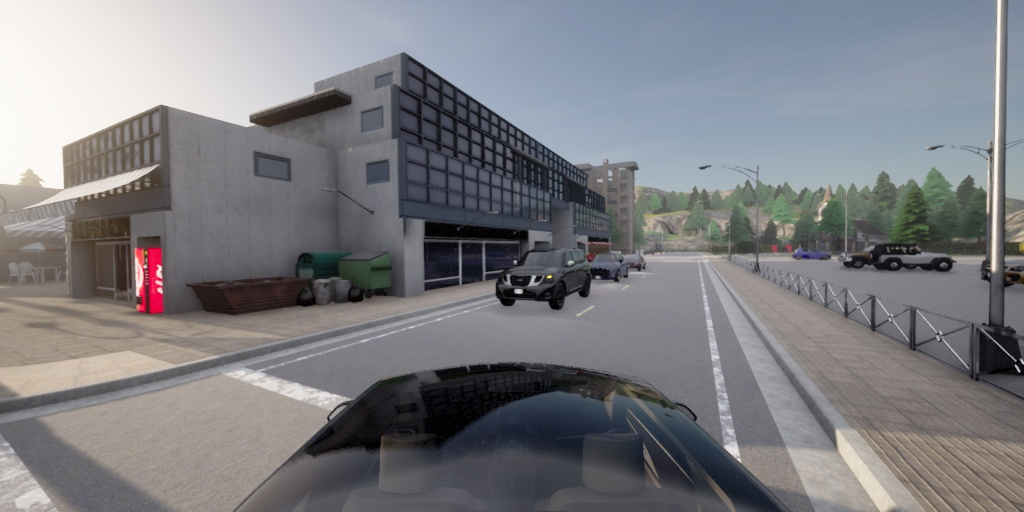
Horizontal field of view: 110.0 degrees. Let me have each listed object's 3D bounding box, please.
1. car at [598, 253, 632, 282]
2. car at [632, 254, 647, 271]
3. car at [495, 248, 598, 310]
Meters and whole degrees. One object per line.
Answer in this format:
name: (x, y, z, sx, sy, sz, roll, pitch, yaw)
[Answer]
car: (5.966, 0.597, 22.633, 2.097, 1.767, 4.553, 0, 1, 27)
car: (10.649, 0.515, 31.730, 1.812, 1.442, 4.674, 0, 1, 27)
car: (1.468, 0.713, 13.885, 2.150, 2.045, 5.566, 0, 1, 27)
